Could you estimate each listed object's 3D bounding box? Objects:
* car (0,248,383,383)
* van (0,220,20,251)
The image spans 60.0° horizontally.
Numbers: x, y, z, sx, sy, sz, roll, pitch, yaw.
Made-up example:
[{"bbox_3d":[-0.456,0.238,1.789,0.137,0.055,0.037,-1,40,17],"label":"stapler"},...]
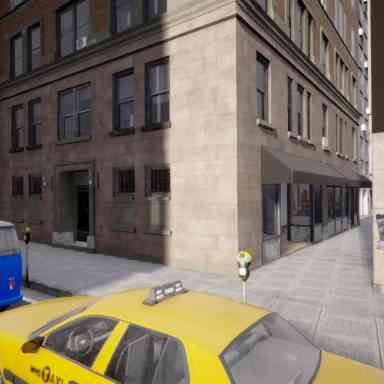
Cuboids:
[{"bbox_3d":[-0.452,1.526,3.182,4.829,1.417,1.752,0,-1,36],"label":"car"},{"bbox_3d":[-4.928,1.342,6.384,3.998,1.788,1.690,0,-1,36],"label":"van"}]
